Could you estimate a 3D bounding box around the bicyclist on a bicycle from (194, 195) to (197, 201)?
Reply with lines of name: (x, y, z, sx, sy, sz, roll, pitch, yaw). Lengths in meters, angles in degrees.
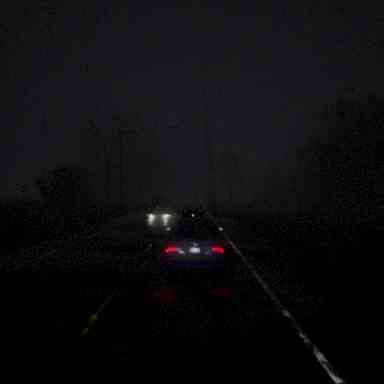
bicyclist on a bicycle: (0.945, 1.681, 87.944, 0.866, 1.612, 1.509, 0, 0, 0)

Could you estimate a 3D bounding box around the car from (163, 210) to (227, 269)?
car: (0.084, 1.569, 11.170, 2.033, 1.411, 5.357, 0, 0, 0)

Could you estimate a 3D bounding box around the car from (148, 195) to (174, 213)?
car: (-3.603, 1.306, 37.800, 2.150, 2.045, 5.566, 0, 0, 0)

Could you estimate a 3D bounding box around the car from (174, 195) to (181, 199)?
car: (-3.512, 1.346, 78.451, 1.812, 1.442, 4.674, 0, 0, 0)

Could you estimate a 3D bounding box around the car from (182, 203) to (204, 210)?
car: (0.090, 1.665, 30.140, 1.895, 1.301, 4.718, 0, 0, 0)

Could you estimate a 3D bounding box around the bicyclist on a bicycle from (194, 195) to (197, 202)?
bicyclist on a bicycle: (0.949, 1.663, 78.947, 0.582, 1.620, 1.656, 0, 0, 0)
